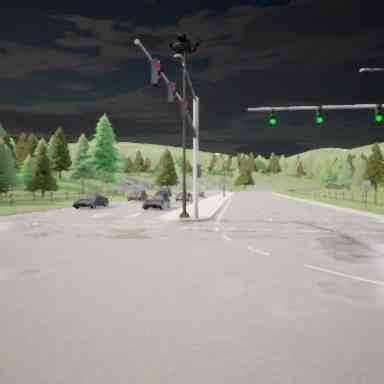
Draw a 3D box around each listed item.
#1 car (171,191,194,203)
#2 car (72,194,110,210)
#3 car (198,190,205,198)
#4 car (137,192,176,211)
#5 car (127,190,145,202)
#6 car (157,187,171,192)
[{"bbox_3d":[-1.160,0.672,47.243,2.128,1.511,4.902,0,1,8],"label":"car"},{"bbox_3d":[-10.119,0.960,33.794,2.033,1.411,5.357,0,1,8],"label":"car"},{"bbox_3d":[1.375,0.411,64.562,1.812,1.442,4.674,0,1,9],"label":"car"},{"bbox_3d":[-3.282,0.988,32.148,2.033,1.411,5.357,0,1,8],"label":"car"},{"bbox_3d":[-7.979,0.501,48.997,2.097,1.767,4.553,0,1,8],"label":"car"},{"bbox_3d":[-5.488,0.104,65.974,2.150,2.045,5.566,0,1,9],"label":"car"}]
